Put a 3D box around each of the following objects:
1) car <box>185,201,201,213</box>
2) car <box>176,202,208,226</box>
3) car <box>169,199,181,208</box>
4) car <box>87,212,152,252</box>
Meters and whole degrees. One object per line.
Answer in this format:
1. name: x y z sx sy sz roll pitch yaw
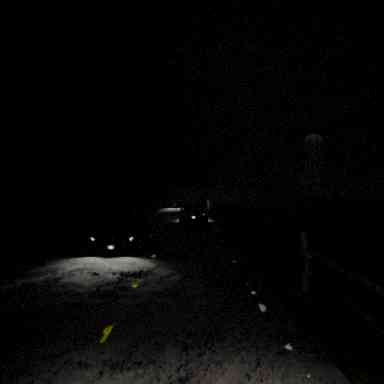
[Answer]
1. car: 0.107 1.875 42.165 1.895 1.301 4.718 0 -1 0
2. car: 0.104 1.649 24.032 1.994 1.385 4.181 0 0 0
3. car: -2.804 1.934 56.473 2.128 1.511 4.902 0 -1 0
4. car: -2.849 1.573 14.344 2.033 1.411 5.357 0 0 0
